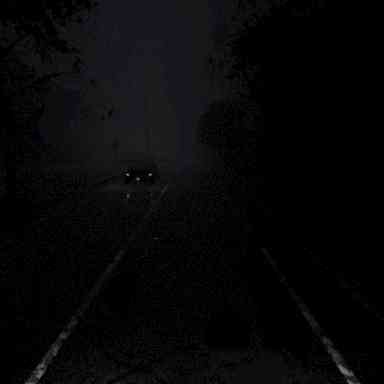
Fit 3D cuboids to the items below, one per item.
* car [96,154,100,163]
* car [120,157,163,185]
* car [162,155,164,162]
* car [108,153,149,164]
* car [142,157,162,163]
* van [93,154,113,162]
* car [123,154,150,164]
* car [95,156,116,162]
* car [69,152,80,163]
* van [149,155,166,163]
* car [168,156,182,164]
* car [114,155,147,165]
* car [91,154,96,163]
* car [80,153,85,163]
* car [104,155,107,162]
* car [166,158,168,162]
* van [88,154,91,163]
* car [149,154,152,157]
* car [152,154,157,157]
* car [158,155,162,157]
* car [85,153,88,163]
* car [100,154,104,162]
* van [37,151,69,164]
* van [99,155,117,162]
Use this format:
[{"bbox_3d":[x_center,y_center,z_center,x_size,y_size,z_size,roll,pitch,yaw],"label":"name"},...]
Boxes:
[{"bbox_3d":[-23.047,-7.076,71.482,5.008,1.535,2.097,1,5,0],"label":"car"},{"bbox_3d":[-3.231,-1.357,22.265,1.812,1.442,4.674,1,8,0],"label":"car"},{"bbox_3d":[-9.901,-7.701,79.653,4.792,1.488,2.163,1,5,0],"label":"car"},{"bbox_3d":[-9.887,-5.038,52.036,5.366,1.575,1.946,1,6,0],"label":"car"},{"bbox_3d":[-9.920,-7.956,82.419,4.674,1.452,2.002,1,5,0],"label":"car"},{"bbox_3d":[-22.862,-8.632,85.372,4.442,1.987,1.878,1,5,0],"label":"van"},{"bbox_3d":[-10.060,-6.001,60.300,4.553,1.767,2.185,1,5,0],"label":"car"},{"bbox_3d":[-22.972,-8.673,88.152,5.008,1.535,2.097,1,5,0],"label":"car"},{"bbox_3d":[-23.147,-6.011,57.799,5.566,2.045,2.435,1,6,0],"label":"car"},{"bbox_3d":[-9.742,-9.217,93.437,4.442,1.987,1.878,1,5,0],"label":"van"},{"bbox_3d":[-2.958,-6.083,63.418,1.837,1.490,4.892,1,6,1],"label":"car"},{"bbox_3d":[-10.064,-5.323,54.791,4.892,1.521,2.231,1,6,0],"label":"car"},{"bbox_3d":[-23.033,-6.949,68.837,4.553,1.767,2.185,1,5,0],"label":"car"},{"bbox_3d":[-22.923,-6.031,60.578,5.366,1.575,1.946,1,6,0],"label":"car"},{"bbox_3d":[-23.017,-7.615,77.123,4.892,1.521,2.231,1,5,0],"label":"car"},{"bbox_3d":[-9.901,-9.023,90.668,5.566,2.045,2.435,1,5,0],"label":"car"},{"bbox_3d":[-23.194,-6.786,66.071,4.442,1.987,1.878,1,5,0],"label":"van"},{"bbox_3d":[-10.051,-5.604,57.549,5.008,1.535,2.097,1,6,0],"label":"car"},{"bbox_3d":[-9.985,-6.393,63.047,5.566,2.045,2.435,1,5,0],"label":"car"},{"bbox_3d":[-9.965,-7.202,74.125,5.008,1.535,2.097,1,5,0],"label":"car"},{"bbox_3d":[-23.087,-6.295,63.334,4.892,1.521,2.231,1,5,0],"label":"car"},{"bbox_3d":[-23.032,-7.352,74.365,5.008,1.535,2.097,1,5,0],"label":"car"},{"bbox_3d":[-23.252,-5.694,54.925,4.442,1.987,1.878,1,6,0],"label":"van"},{"bbox_3d":[-22.835,-9.131,90.741,4.442,1.987,1.878,1,5,0],"label":"van"}]
